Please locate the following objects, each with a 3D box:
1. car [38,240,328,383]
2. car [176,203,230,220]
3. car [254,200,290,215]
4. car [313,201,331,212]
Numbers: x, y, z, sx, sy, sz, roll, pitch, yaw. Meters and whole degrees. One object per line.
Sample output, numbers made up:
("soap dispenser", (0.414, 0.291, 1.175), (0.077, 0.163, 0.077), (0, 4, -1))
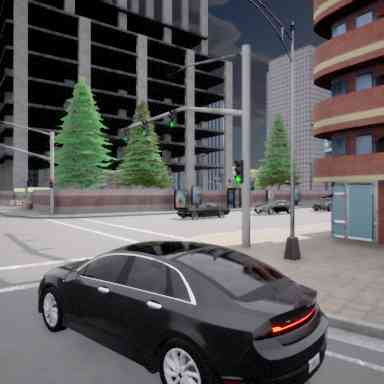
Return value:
("car", (-0.562, 1.504, 5.030), (4.892, 1.490, 1.837), (0, 0, 41))
("car", (0.994, 1.654, 29.092), (4.718, 1.301, 1.895), (0, 0, -36))
("car", (8.582, 1.545, 34.515), (4.902, 1.511, 2.128), (0, 0, -36))
("car", (16.675, 1.406, 40.274), (4.553, 1.767, 2.097), (0, 0, -35))
